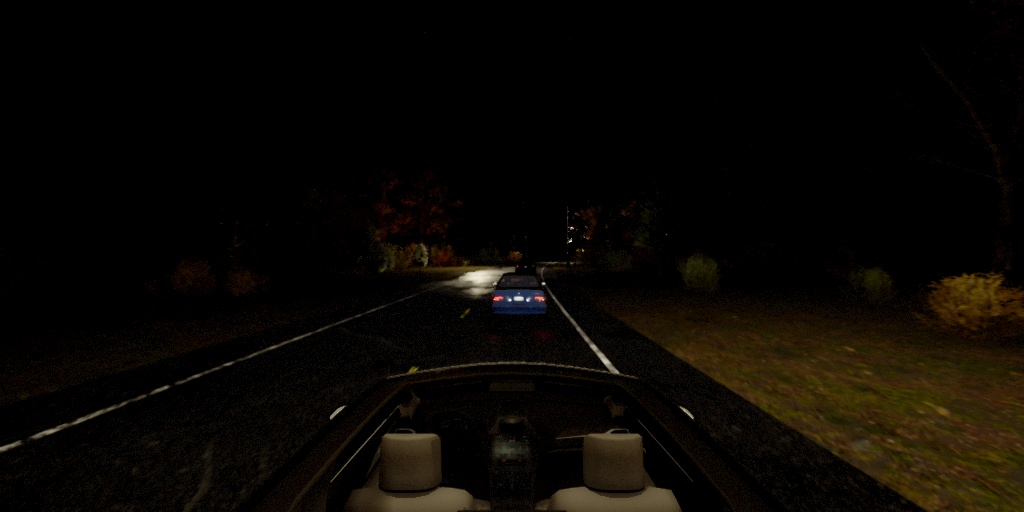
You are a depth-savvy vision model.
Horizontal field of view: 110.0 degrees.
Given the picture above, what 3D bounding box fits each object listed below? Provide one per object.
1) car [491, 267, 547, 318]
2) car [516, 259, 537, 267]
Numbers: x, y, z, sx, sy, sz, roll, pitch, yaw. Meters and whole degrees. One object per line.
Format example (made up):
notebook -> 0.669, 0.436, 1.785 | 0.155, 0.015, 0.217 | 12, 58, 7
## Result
car -> 0.260, 1.299, 13.018 | 2.033, 1.411, 5.357 | 0, 0, 1
car -> 1.495, 1.100, 37.742 | 2.097, 1.767, 4.553 | 0, 0, 4
